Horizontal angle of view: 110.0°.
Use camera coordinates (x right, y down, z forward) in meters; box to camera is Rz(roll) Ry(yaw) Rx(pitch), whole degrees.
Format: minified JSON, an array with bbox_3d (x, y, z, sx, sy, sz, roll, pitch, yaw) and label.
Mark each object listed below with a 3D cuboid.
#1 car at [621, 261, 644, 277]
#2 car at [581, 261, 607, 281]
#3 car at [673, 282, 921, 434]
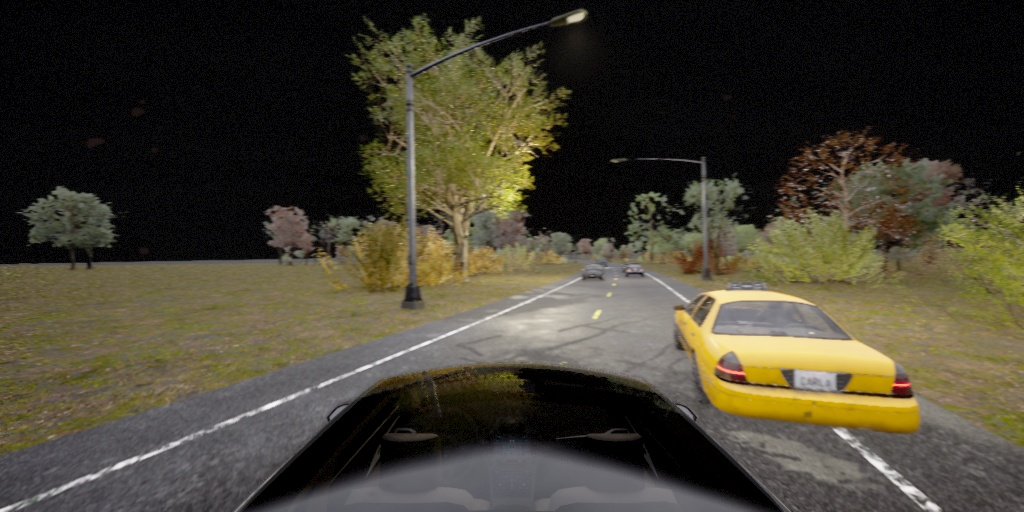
[{"bbox_3d":[12.917,1.469,38.011,2.033,1.411,5.357,-1,-1,16],"label":"car"},{"bbox_3d":[7.488,1.471,32.759,1.837,1.490,4.892,-1,-1,17],"label":"car"},{"bbox_3d":[3.774,1.190,5.880,1.801,1.575,5.366,-1,-1,19],"label":"car"}]
